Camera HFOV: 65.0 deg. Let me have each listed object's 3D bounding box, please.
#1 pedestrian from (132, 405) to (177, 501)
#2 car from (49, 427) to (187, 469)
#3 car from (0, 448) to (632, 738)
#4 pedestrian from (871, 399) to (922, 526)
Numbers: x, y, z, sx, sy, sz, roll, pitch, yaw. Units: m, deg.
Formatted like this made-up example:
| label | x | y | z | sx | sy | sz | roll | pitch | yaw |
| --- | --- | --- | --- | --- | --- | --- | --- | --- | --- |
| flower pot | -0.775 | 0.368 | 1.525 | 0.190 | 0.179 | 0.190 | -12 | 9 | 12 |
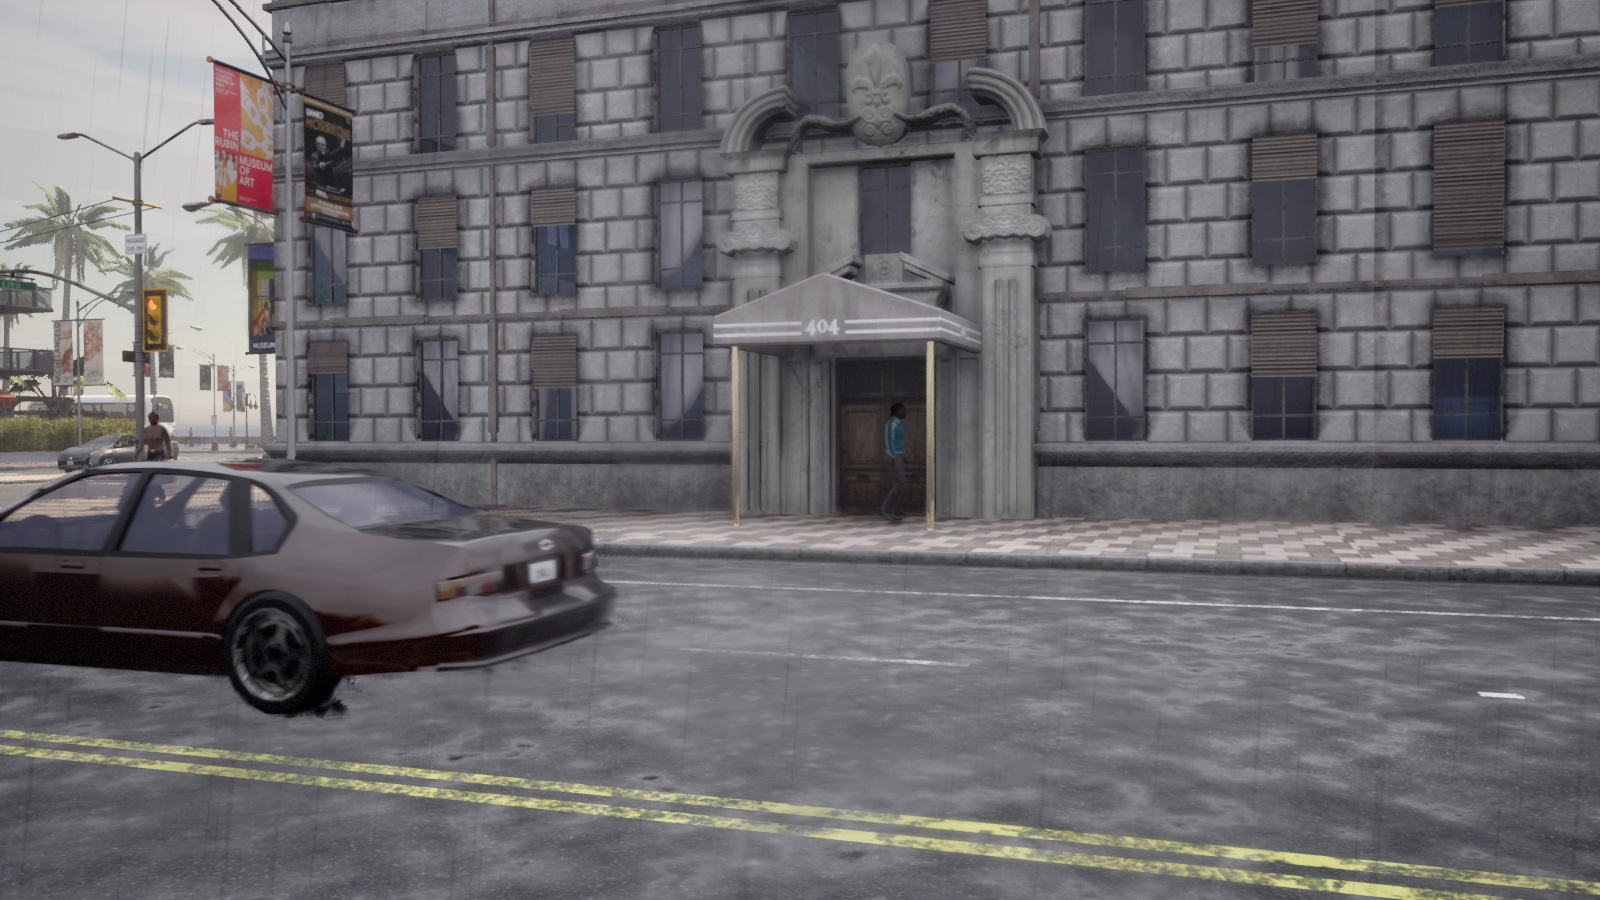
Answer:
| label | x | y | z | sx | sy | sz | roll | pitch | yaw |
| --- | --- | --- | --- | --- | --- | --- | --- | --- | --- |
| pedestrian | -12.406 | 0.050 | 24.151 | 0.328 | 1.805 | 0.869 | 0 | 1 | 6 |
| car | -26.233 | -0.102 | 48.491 | 2.007 | 1.525 | 4.514 | 1 | 1 | 19 |
| car | -3.980 | 0.728 | 8.205 | 5.357 | 1.411 | 2.033 | 1 | 1 | 18 |
| pedestrian | 1.488 | 0.179 | 19.366 | 0.692 | 1.930 | 0.396 | 1 | 1 | 22 |
